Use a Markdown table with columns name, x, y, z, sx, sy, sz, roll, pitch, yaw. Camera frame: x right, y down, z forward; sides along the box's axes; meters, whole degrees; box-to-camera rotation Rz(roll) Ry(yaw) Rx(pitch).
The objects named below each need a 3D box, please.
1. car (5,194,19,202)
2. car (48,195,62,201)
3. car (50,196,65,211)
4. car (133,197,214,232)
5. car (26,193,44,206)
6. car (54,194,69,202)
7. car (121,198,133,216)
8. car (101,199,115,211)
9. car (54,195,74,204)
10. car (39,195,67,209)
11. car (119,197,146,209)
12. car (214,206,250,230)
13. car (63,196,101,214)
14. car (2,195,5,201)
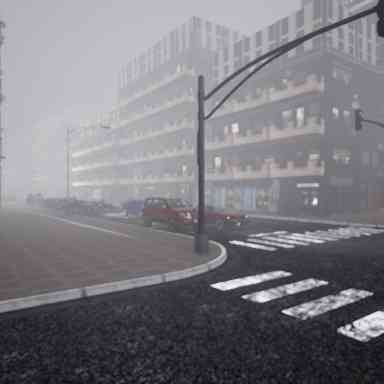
| name | x | y | z | sx | sy | sz | roll | pitch | yaw |
| --- | --- | --- | --- | --- | --- | --- | --- | --- | --- |
| car | -37.798 | 1.382 | 70.363 | 1.802 | 1.307 | 4.206 | 0 | 0 | -36 |
| car | -31.009 | 1.324 | 75.278 | 2.008 | 1.369 | 4.403 | 0 | 0 | -36 |
| car | -14.540 | 1.420 | 38.249 | 1.947 | 1.339 | 4.313 | 0 | 0 | -36 |
| car | -1.250 | 1.232 | 19.896 | 2.192 | 1.841 | 5.009 | 0 | 0 | -36 |
| car | -24.507 | 1.131 | 52.012 | 2.192 | 1.841 | 5.009 | 0 | 0 | -36 |
| car | -27.688 | 1.214 | 70.691 | 1.967 | 1.590 | 4.097 | 0 | 0 | -36 |
| car | -4.250 | 1.360 | 28.450 | 1.882 | 1.535 | 5.008 | 0 | 0 | -36 |
| car | -10.177 | 1.456 | 36.650 | 1.895 | 1.301 | 4.718 | 0 | 0 | -36 |
| car | -23.265 | 1.336 | 60.165 | 2.033 | 1.411 | 5.357 | 0 | 0 | -36 |
| car | -17.863 | 1.405 | 42.838 | 1.947 | 1.339 | 4.313 | 0 | 0 | -36 |
| car | -7.753 | 1.409 | 43.165 | 1.802 | 1.307 | 4.206 | 0 | 0 | -36 |
| car | 1.345 | 1.512 | 20.749 | 1.895 | 1.301 | 4.718 | 0 | 0 | -37 |
| car | -11.217 | 1.413 | 33.660 | 1.887 | 1.381 | 4.507 | 0 | 0 | -36 |
| car | -41.121 | 1.240 | 74.950 | 1.967 | 1.590 | 4.097 | 0 | 0 | -36 |
